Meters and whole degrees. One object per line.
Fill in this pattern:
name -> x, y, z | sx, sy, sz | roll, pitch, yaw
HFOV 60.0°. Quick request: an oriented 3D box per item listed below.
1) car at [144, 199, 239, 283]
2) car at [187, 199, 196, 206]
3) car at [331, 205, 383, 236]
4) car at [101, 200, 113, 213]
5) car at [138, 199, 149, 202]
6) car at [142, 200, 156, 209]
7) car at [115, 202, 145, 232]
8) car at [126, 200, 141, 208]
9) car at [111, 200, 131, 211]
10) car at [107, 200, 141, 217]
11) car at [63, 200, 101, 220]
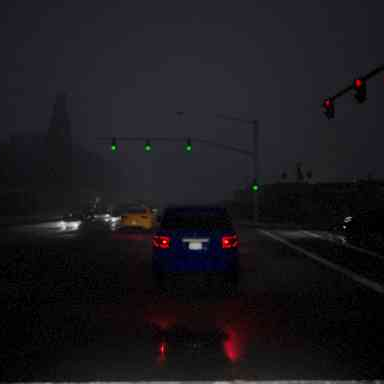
car -> 0.084, 1.324, 10.105 | 2.150, 2.045, 5.566 | 0, -1, 0
car -> -0.092, 2.262, 72.418 | 2.033, 1.411, 5.357 | 0, -1, 0
car -> 10.621, 1.554, 19.526 | 4.553, 1.767, 2.097 | 0, -1, -1
car -> -10.631, 1.753, 40.816 | 2.097, 1.767, 4.553 | 0, -1, 0
car -> -7.122, 1.798, 45.096 | 2.097, 1.767, 4.553 | 0, -1, 0
car -> -7.071, 2.071, 55.092 | 1.812, 1.442, 4.674 | 0, -1, 0
car -> -3.428, 1.697, 22.077 | 1.882, 1.535, 5.008 | 0, -1, 0
car -> -10.577, 2.121, 60.337 | 1.812, 1.442, 4.674 | 0, -1, 0
car -> -10.584, 1.971, 50.083 | 1.882, 1.535, 5.008 | 0, -1, 1
car -> -7.142, 1.899, 35.613 | 2.033, 1.411, 5.357 | 0, -1, 0
car -> -10.638, 1.801, 31.603 | 2.128, 1.511, 4.902 | 0, -1, 0
